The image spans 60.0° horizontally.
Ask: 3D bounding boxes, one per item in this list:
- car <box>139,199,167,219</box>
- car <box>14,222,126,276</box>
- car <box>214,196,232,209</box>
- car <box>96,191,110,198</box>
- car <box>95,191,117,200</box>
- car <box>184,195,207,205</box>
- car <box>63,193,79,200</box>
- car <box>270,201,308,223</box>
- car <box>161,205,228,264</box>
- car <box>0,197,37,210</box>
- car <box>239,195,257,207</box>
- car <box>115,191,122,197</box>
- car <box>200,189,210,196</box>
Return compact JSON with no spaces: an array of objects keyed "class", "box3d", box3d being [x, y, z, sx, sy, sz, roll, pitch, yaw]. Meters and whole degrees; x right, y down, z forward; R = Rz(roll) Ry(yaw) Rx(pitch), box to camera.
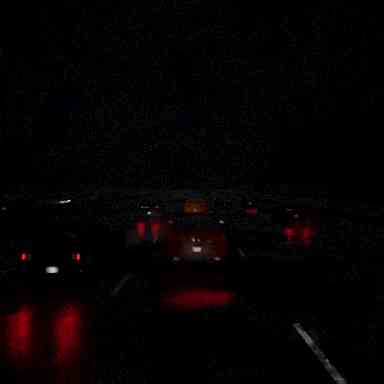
[{"class":"car","box3d":[-3.251,1.360,27.873,2.128,1.511,4.902,0,1,0]},{"class":"car","box3d":[-3.356,1.583,10.244,1.895,1.301,4.718,0,0,0]},{"class":"car","box3d":[3.724,1.205,40.117,1.882,1.535,5.008,0,1,0]},{"class":"car","box3d":[-20.550,0.480,77.030,1.882,1.535,5.008,0,1,0]},{"class":"car","box3d":[-13.775,1.058,51.882,2.128,1.511,4.902,0,1,1]},{"class":"car","box3d":[0.263,1.324,30.085,1.882,1.535,5.008,0,1,0]},{"class":"car","box3d":[-24.117,0.866,66.271,2.128,1.511,4.902,0,1,0]},{"class":"car","box3d":[7.052,1.393,24.653,2.128,1.511,4.902,0,1,2]},{"class":"car","box3d":[0.154,1.455,11.837,1.882,1.535,5.008,0,0,0]},{"class":"car","box3d":[-17.410,1.299,33.347,2.128,1.511,4.902,0,1,0]},{"class":"car","box3d":[7.329,1.185,43.856,1.837,1.490,4.892,0,1,1]},{"class":"car","box3d":[-17.066,0.571,74.516,1.837,1.490,4.892,0,1,0]},{"class":"car","box3d":[4.032,0.444,90.351,2.033,1.411,5.357,0,1,0]}]
